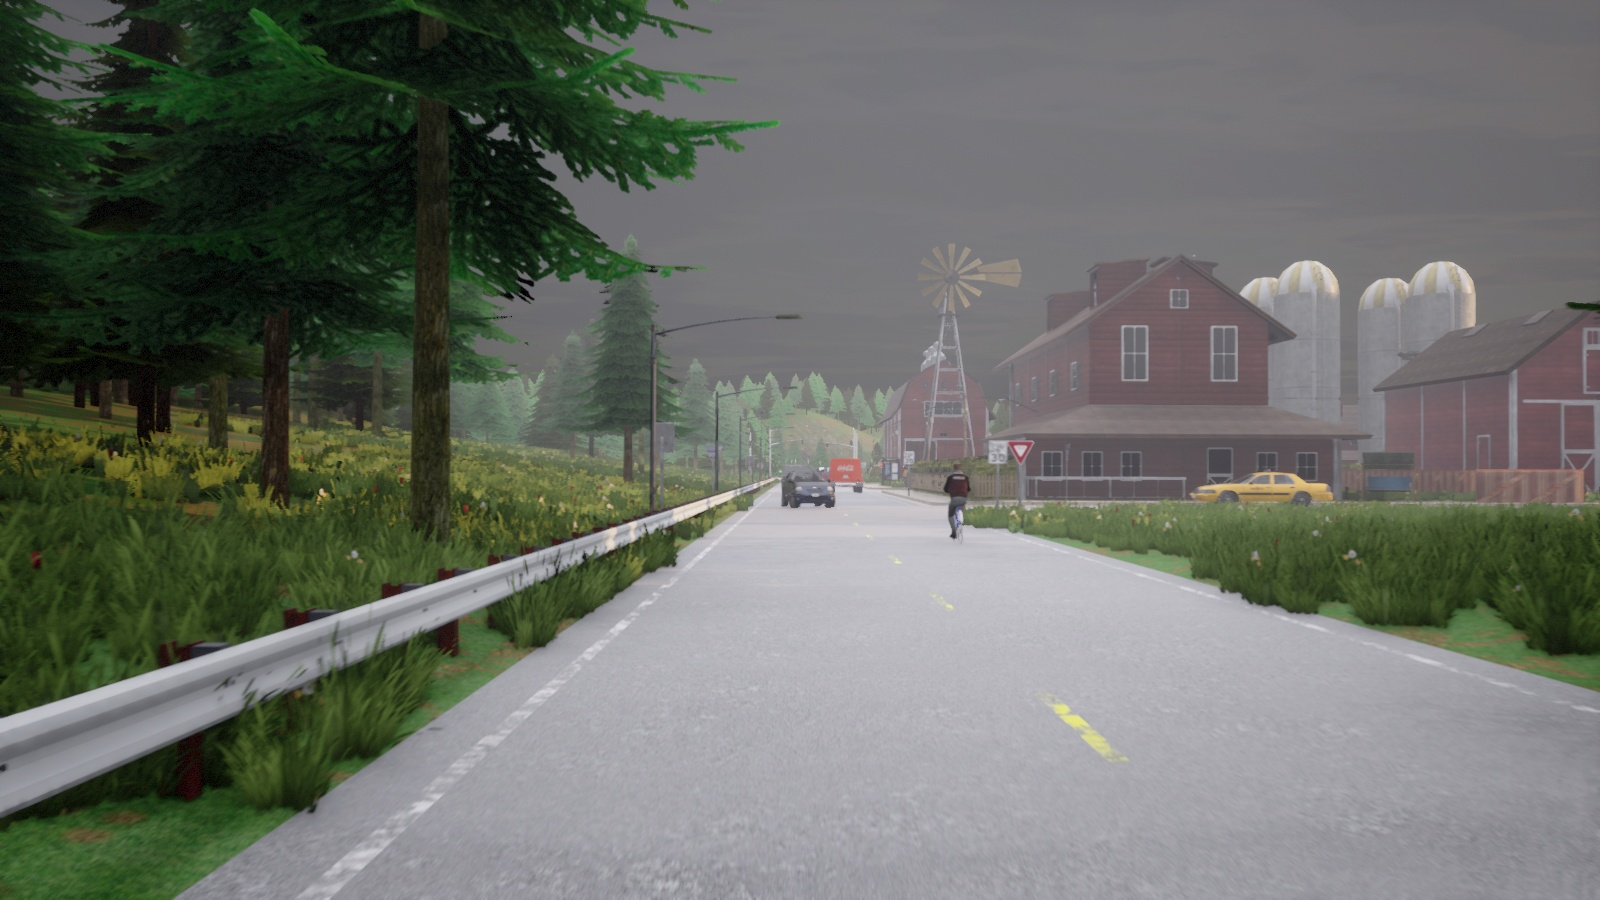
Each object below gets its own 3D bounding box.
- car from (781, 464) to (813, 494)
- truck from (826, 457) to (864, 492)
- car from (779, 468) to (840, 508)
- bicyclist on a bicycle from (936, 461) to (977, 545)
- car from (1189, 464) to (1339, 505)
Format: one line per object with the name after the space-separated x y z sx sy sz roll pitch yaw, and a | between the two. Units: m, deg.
-0.245 1.994 87.214 2.150 2.045 5.566 0 -1 -1 | car
3.275 1.842 92.276 2.627 2.467 5.204 0 -2 0 | truck
0.344 1.580 53.138 1.851 1.617 3.988 -1 -1 -10 | car
3.432 1.134 27.615 0.659 1.776 1.843 0 -1 0 | bicyclist on a bicycle
18.634 1.386 50.602 5.366 1.575 1.801 0 -1 0 | car
